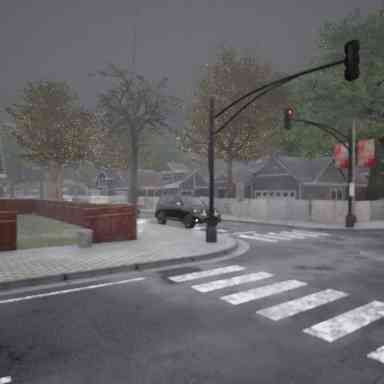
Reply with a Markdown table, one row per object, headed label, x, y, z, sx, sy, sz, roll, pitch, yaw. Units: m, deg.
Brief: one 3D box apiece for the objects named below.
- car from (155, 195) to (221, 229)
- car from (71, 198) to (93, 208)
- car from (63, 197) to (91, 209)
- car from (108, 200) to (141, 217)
| label | x | y | z | sx | sy | sz | roll | pitch | yaw |
| --- | --- | --- | --- | --- | --- | --- | --- | --- | --- |
| car | -0.439 | 1.249 | 22.284 | 2.150 | 2.045 | 5.566 | 0 | 0 | -36 |
| car | -16.505 | 1.661 | 49.746 | 1.994 | 1.385 | 4.181 | 0 | 0 | -35 |
| car | -14.457 | 1.551 | 41.907 | 2.128 | 1.511 | 4.902 | 0 | 0 | -36 |
| car | -6.509 | 1.519 | 30.772 | 1.882 | 1.535 | 5.008 | 0 | 0 | -36 |
